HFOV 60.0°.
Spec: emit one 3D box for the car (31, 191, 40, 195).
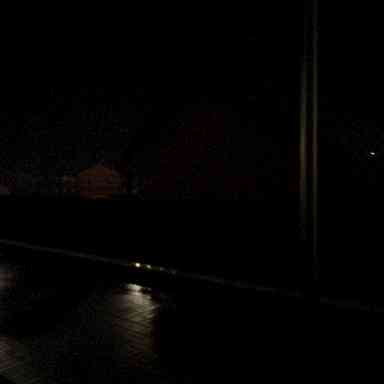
[{"bbox_3d":[-32.567,0.758,69.481,3.866,1.878,1.905,0,0,36],"label":"car"}]
